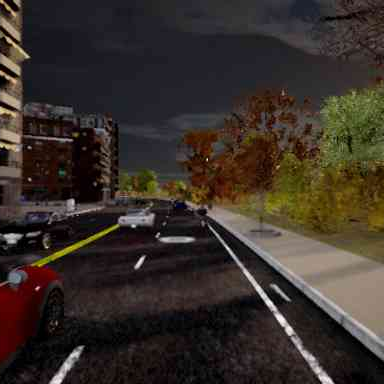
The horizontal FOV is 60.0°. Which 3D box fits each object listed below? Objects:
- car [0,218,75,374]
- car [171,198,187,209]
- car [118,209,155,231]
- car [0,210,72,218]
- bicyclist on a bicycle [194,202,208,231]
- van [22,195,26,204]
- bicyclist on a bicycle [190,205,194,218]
[{"bbox_3d":[-3.183,1.384,3.785,2.097,1.767,4.553,0,0,0],"label":"car"},{"bbox_3d":[-1.871,1.909,51.091,1.994,1.385,4.181,0,0,-4],"label":"car"},{"bbox_3d":[-3.527,1.757,21.969,1.895,1.301,4.718,0,0,-2],"label":"car"},{"bbox_3d":[-6.782,1.606,14.895,2.128,1.511,4.902,0,0,-1],"label":"car"},{"bbox_3d":[0.601,1.501,19.254,0.659,1.776,1.843,0,0,-2],"label":"bicyclist on a bicycle"},{"bbox_3d":[-34.035,1.386,63.688,3.998,1.788,1.690,1,-2,-34],"label":"van"},{"bbox_3d":[0.281,1.634,29.054,0.866,1.612,1.509,0,0,-3],"label":"bicyclist on a bicycle"}]
